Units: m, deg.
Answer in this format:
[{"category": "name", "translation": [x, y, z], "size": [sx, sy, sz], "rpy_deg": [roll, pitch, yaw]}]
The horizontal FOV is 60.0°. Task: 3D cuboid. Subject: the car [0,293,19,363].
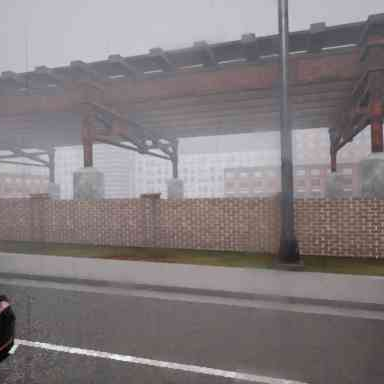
[{"category": "car", "translation": [-4.412, 1.493, 3.777], "size": [4.902, 1.511, 2.128], "rpy_deg": [0, 0, 16]}]
